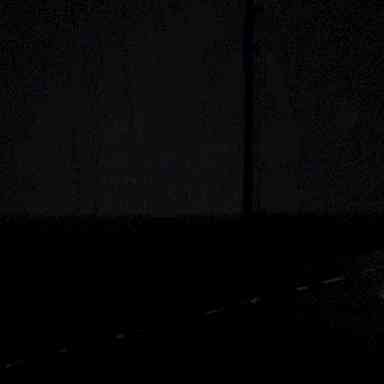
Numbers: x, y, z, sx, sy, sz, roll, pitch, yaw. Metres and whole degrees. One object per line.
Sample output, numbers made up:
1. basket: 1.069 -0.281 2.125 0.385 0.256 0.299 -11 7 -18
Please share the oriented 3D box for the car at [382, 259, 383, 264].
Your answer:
1. car: 7.342 1.713 9.455 4.718 1.301 1.895 1 0 -37
